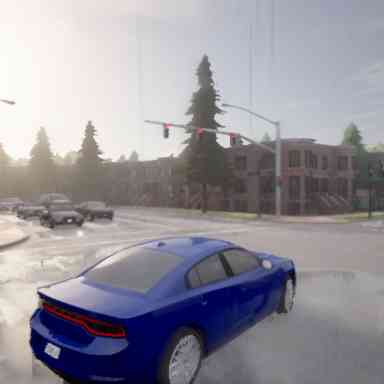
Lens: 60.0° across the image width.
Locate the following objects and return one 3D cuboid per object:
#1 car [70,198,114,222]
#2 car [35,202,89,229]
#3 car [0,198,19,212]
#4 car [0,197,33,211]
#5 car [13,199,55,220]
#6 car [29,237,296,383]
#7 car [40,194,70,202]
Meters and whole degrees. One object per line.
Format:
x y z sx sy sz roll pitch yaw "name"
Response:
-7.962 1.482 26.900 1.882 1.535 5.008 0 0 -37 "car"
-8.626 1.567 21.907 1.994 1.385 4.181 0 0 -36 "car"
-20.738 1.494 35.978 4.902 1.511 2.128 0 0 38 "car"
-22.162 1.481 41.311 5.008 1.535 1.882 0 0 32 "car"
-13.674 1.567 28.629 1.994 1.385 4.181 0 0 -38 "car"
0.069 1.479 5.412 1.882 1.535 5.008 1 1 38 "car"
-14.115 1.226 34.576 2.150 2.045 5.566 0 0 -44 "car"
